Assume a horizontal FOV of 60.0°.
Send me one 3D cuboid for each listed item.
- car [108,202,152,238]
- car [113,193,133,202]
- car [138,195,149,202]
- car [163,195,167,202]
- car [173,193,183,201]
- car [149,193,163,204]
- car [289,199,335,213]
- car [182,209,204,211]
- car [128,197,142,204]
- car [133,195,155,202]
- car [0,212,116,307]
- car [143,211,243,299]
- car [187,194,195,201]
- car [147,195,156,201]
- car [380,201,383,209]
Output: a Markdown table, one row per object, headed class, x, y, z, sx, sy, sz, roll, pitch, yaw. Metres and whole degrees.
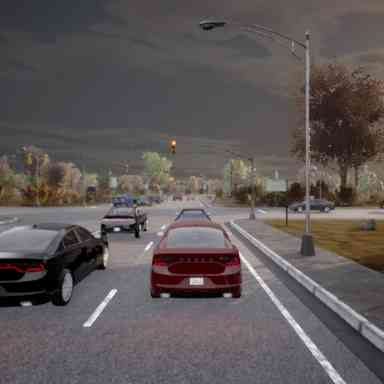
| class | x | y | z | sx | sy | sz | roll | pitch | yaw |
| --- | --- | --- | --- | --- | --- | --- | --- | --- | --- |
| car | -3.443 | 1.491 | 17.552 | 2.128 | 1.511 | 4.902 | 0 | 0 | -1 |
| car | -10.744 | 1.220 | 51.840 | 2.150 | 2.045 | 5.566 | 0 | 0 | 0 |
| car | -10.719 | 1.497 | 73.479 | 1.837 | 1.490 | 4.892 | 0 | 0 | 0 |
| car | -7.218 | 1.352 | 73.113 | 2.097 | 1.767 | 4.553 | 0 | 0 | 0 |
| car | -3.751 | 1.214 | 85.368 | 2.150 | 2.045 | 5.566 | 0 | 0 | 0 |
| car | -7.241 | 1.222 | 62.841 | 2.150 | 2.045 | 5.566 | 0 | 0 | 0 |
| car | 13.272 | 1.503 | 36.935 | 4.892 | 1.490 | 1.837 | 0 | 0 | 3 |
| car | 0.051 | 1.563 | 17.531 | 1.994 | 1.385 | 4.181 | 0 | 0 | 0 |
| car | -10.738 | 1.598 | 63.151 | 1.895 | 1.301 | 4.718 | 0 | 0 | 0 |
| car | -7.240 | 1.562 | 50.439 | 1.994 | 1.385 | 4.181 | 0 | 0 | 0 |
| car | -3.421 | 1.477 | 8.065 | 1.882 | 1.535 | 5.008 | 0 | 0 | 0 |
| car | 0.077 | 1.477 | 8.542 | 1.882 | 1.535 | 5.008 | 0 | 0 | 0 |
| car | -0.252 | 1.344 | 85.735 | 2.097 | 1.767 | 4.553 | 0 | 0 | 0 |
| car | -10.755 | 1.459 | 88.478 | 1.882 | 1.535 | 5.008 | 0 | 0 | 0 |
| car | 23.756 | 1.209 | 36.402 | 5.566 | 2.045 | 2.150 | 0 | 0 | 2 |
